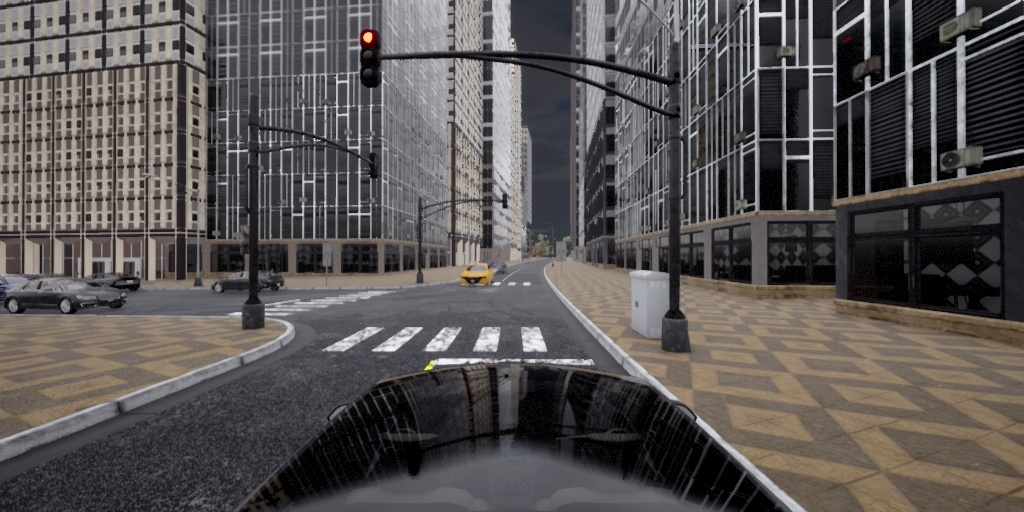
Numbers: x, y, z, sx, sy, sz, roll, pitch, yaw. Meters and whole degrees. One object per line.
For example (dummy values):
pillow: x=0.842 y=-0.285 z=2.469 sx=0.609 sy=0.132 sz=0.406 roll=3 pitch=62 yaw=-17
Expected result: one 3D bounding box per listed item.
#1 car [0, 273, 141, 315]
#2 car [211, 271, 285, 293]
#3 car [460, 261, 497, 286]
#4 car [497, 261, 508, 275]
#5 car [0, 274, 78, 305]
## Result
car: x=-18.145 y=1.562 z=14.635 sx=4.403 sy=1.370 sz=2.007 roll=0 pitch=0 yaw=9
car: x=-16.843 y=1.602 z=22.914 sx=4.403 sy=1.370 sz=2.007 roll=0 pitch=0 yaw=9
car: x=-2.382 y=1.259 z=25.280 sx=1.882 sy=1.535 sz=5.008 roll=0 pitch=1 yaw=3
car: x=-1.551 y=1.259 z=38.388 sx=2.128 sy=1.511 sz=4.902 roll=0 pitch=1 yaw=4
car: x=-25.376 y=1.686 z=18.398 sx=4.674 sy=1.442 sz=1.812 roll=-1 pitch=0 yaw=9
